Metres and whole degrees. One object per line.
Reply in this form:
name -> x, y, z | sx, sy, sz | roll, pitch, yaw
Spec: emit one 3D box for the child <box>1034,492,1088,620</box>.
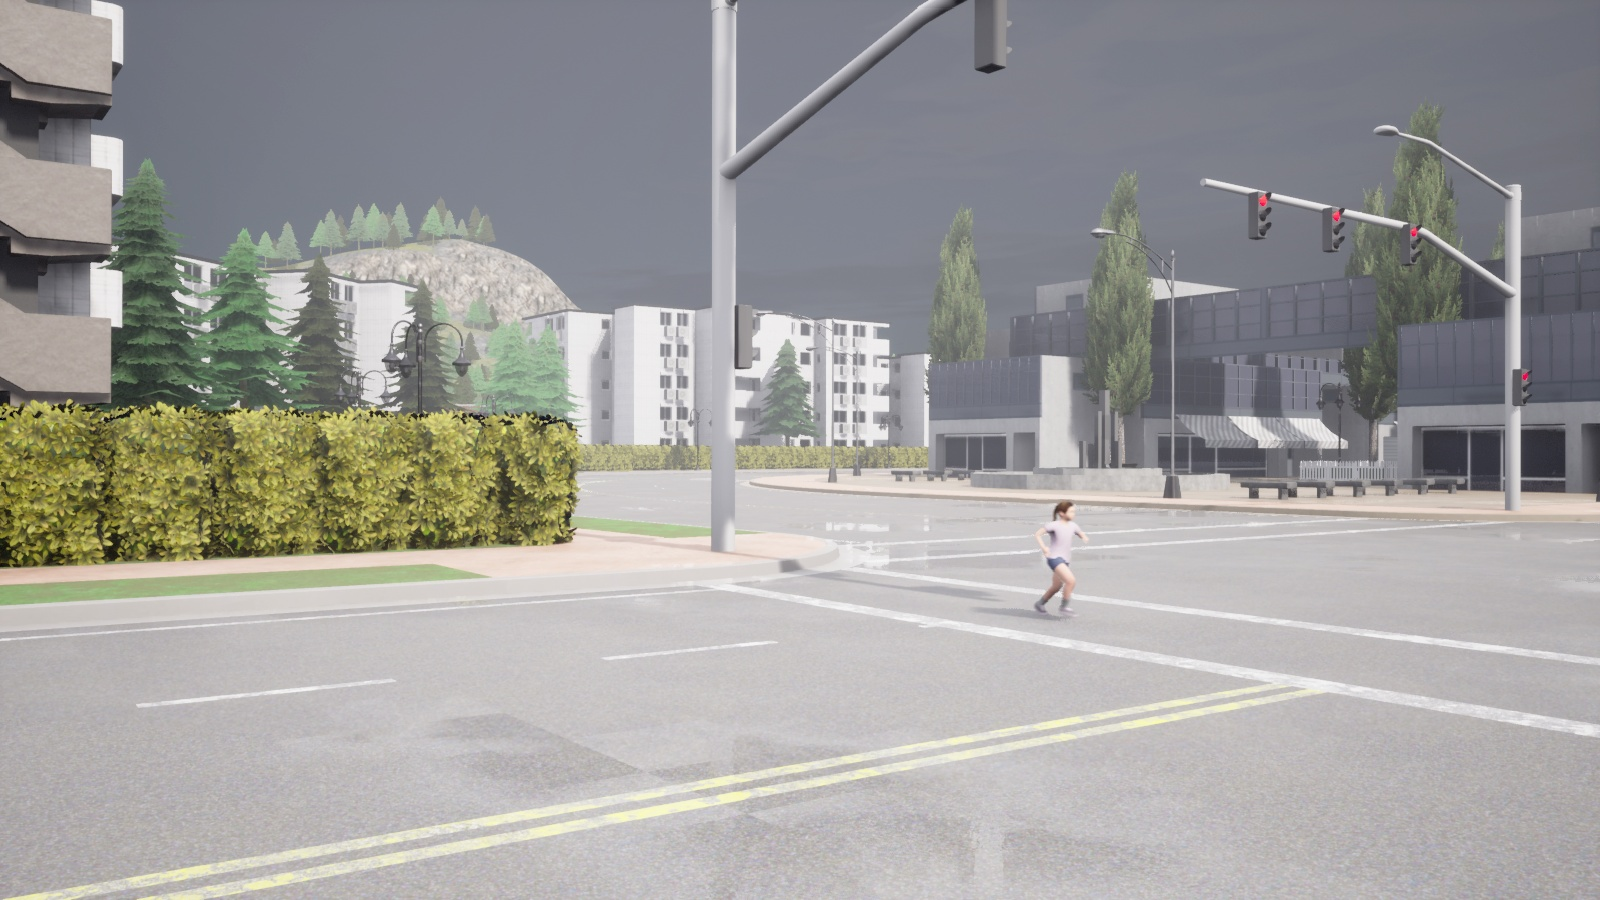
child -> 2.333, 0.936, 11.233 | 0.255, 1.110, 0.394 | 0, 0, -42
